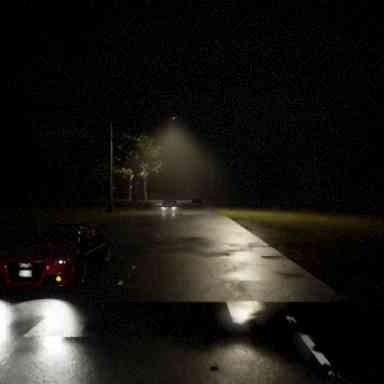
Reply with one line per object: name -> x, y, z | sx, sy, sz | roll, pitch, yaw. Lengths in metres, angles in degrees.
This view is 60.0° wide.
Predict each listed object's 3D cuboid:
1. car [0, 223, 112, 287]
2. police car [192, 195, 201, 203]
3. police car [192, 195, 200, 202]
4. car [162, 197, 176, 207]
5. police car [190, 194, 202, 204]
car -> -3.601, 1.573, 9.185 | 1.994, 1.385, 4.181 | 0, 0, 0
police car -> 1.035, 1.643, 78.864 | 1.930, 1.638, 5.238 | 0, 0, 0
police car -> 1.034, 1.659, 84.862 | 1.930, 1.638, 5.238 | 0, 0, 0
car -> -3.575, 1.633, 52.615 | 1.837, 1.490, 4.892 | 0, 0, 0
police car -> 1.037, 1.608, 68.864 | 1.930, 1.638, 5.238 | 0, 0, 0
